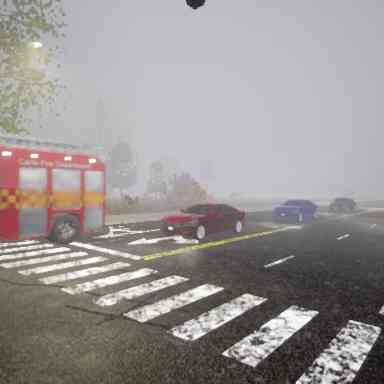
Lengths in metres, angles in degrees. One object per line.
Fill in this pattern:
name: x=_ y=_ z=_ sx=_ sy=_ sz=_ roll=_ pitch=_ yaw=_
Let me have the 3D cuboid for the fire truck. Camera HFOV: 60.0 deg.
fire truck: x=-7.127 y=-0.013 z=11.060 sx=2.891 sy=3.827 sz=8.468 roll=2 pitch=1 yaw=40

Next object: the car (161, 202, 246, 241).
car: x=0.682 y=1.238 z=15.714 sx=1.882 sy=1.535 sz=5.008 roll=2 pitch=1 yaw=39

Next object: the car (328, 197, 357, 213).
car: x=15.449 y=1.299 z=34.094 sx=1.837 sy=1.490 sz=4.892 roll=2 pitch=3 yaw=39

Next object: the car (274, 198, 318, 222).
car: x=7.721 y=1.257 z=24.484 sx=1.882 sy=1.535 sz=5.008 roll=2 pitch=2 yaw=38
